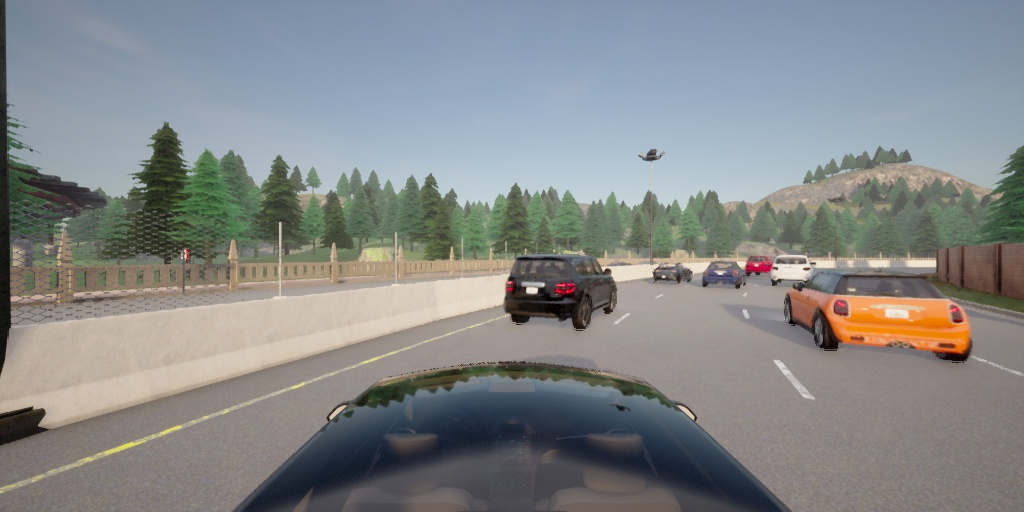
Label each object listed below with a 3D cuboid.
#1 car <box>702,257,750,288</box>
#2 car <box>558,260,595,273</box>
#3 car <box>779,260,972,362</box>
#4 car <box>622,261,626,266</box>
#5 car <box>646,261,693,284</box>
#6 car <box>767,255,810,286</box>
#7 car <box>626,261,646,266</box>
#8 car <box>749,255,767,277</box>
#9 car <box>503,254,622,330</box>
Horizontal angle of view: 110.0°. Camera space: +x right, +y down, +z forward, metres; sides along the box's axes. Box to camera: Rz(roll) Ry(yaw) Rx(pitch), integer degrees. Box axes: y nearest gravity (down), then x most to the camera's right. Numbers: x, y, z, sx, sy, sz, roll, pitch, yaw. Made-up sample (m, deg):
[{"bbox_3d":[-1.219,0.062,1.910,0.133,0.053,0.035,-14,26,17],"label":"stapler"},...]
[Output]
[{"bbox_3d":[14.169,1.102,23.806,2.097,1.767,4.553,0,0,38],"label":"car"},{"bbox_3d":[7.817,1.227,43.286,1.882,1.535,5.008,0,0,45],"label":"car"},{"bbox_3d":[8.228,1.102,8.621,2.097,1.767,4.553,0,0,28],"label":"car"},{"bbox_3d":[12.872,1.314,43.356,4.181,1.385,1.994,0,0,-44],"label":"car"},{"bbox_3d":[12.102,1.241,26.851,2.128,1.511,4.902,0,0,39],"label":"car"},{"bbox_3d":[19.425,0.971,24.753,2.150,2.045,5.566,0,0,41],"label":"car"},{"bbox_3d":[15.199,1.275,40.745,4.674,1.442,1.812,0,0,-44],"label":"car"},{"bbox_3d":[24.509,0.969,34.829,5.566,2.045,2.150,0,0,-42],"label":"car"},{"bbox_3d":[1.773,0.971,11.465,2.150,2.045,5.566,0,0,28],"label":"car"}]
